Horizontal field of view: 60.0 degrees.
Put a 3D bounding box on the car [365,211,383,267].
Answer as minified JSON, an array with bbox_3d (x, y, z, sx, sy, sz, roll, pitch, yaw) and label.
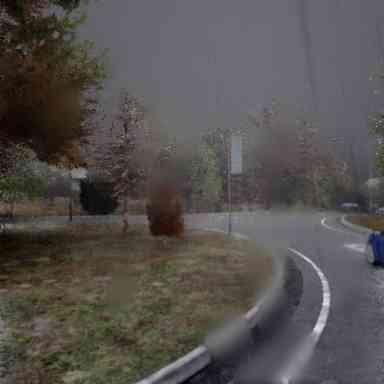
[{"bbox_3d":[5.962,1.467,8.486,1.882,1.535,5.008,-1,0,16],"label":"car"}]

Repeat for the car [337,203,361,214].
[{"bbox_3d":[22.548,2.288,47.722,5.008,1.535,1.882,5,-4,-43],"label":"car"}]

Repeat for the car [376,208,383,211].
[{"bbox_3d":[33.772,3.477,58.251,4.892,1.490,1.837,6,-5,-43],"label":"car"}]
